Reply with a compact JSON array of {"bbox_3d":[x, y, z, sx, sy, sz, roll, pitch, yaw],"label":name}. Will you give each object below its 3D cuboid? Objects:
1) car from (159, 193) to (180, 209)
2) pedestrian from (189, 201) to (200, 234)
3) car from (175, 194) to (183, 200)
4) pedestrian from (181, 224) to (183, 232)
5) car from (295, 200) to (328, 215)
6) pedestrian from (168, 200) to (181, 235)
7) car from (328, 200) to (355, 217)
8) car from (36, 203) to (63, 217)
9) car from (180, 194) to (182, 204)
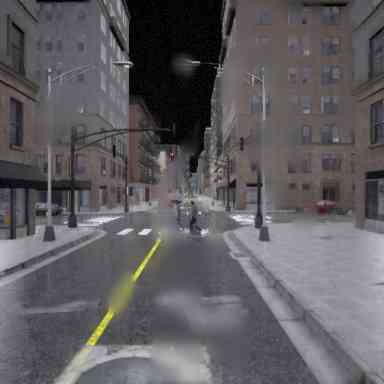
[{"bbox_3d":[-3.101,1.201,44.524,2.150,2.045,5.566,0,0,0],"label":"car"},{"bbox_3d":[0.094,1.291,17.759,0.375,1.860,0.375,0,0,0],"label":"pedestrian"},{"bbox_3d":[-3.006,1.114,78.104,1.895,1.301,4.718,0,0,0],"label":"car"},{"bbox_3d":[-0.844,1.291,18.360,0.375,1.860,0.375,0,0,0],"label":"pedestrian"},{"bbox_3d":[12.135,1.434,31.632,4.507,1.381,1.887,-1,0,0],"label":"car"},{"bbox_3d":[-0.910,1.292,17.159,0.375,1.860,0.375,0,0,0],"label":"pedestrian"},{"bbox_3d":[14.948,1.328,28.862,5.008,1.535,1.882,-1,0,0],"label":"car"},{"bbox_3d":[-14.628,1.703,31.820,4.403,1.369,2.008,-1,0,0],"label":"car"},{"bbox_3d":[-3.057,1.168,62.714,2.150,2.045,5.566,0,0,1],"label":"car"}]
